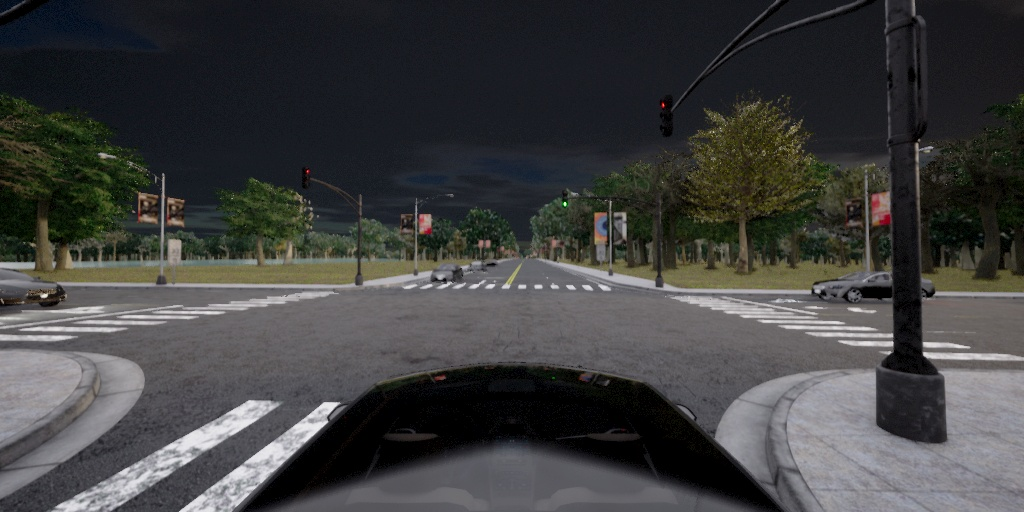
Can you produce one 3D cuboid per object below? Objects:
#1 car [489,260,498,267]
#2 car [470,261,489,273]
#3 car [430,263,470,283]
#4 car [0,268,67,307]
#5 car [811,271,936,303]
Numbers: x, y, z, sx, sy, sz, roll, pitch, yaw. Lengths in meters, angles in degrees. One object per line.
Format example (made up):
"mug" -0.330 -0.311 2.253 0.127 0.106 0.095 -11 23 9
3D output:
"car" -3.579 1.393 65.349 1.895 1.301 4.718 0 0 2
"car" -4.379 1.365 45.233 1.812 1.442 4.674 0 1 2
"car" -5.069 1.329 28.480 2.128 1.511 4.902 0 1 3
"car" -18.796 1.134 12.670 4.892 1.490 1.837 0 -1 3
"car" 17.565 1.500 17.617 4.902 1.511 2.128 0 -1 3
